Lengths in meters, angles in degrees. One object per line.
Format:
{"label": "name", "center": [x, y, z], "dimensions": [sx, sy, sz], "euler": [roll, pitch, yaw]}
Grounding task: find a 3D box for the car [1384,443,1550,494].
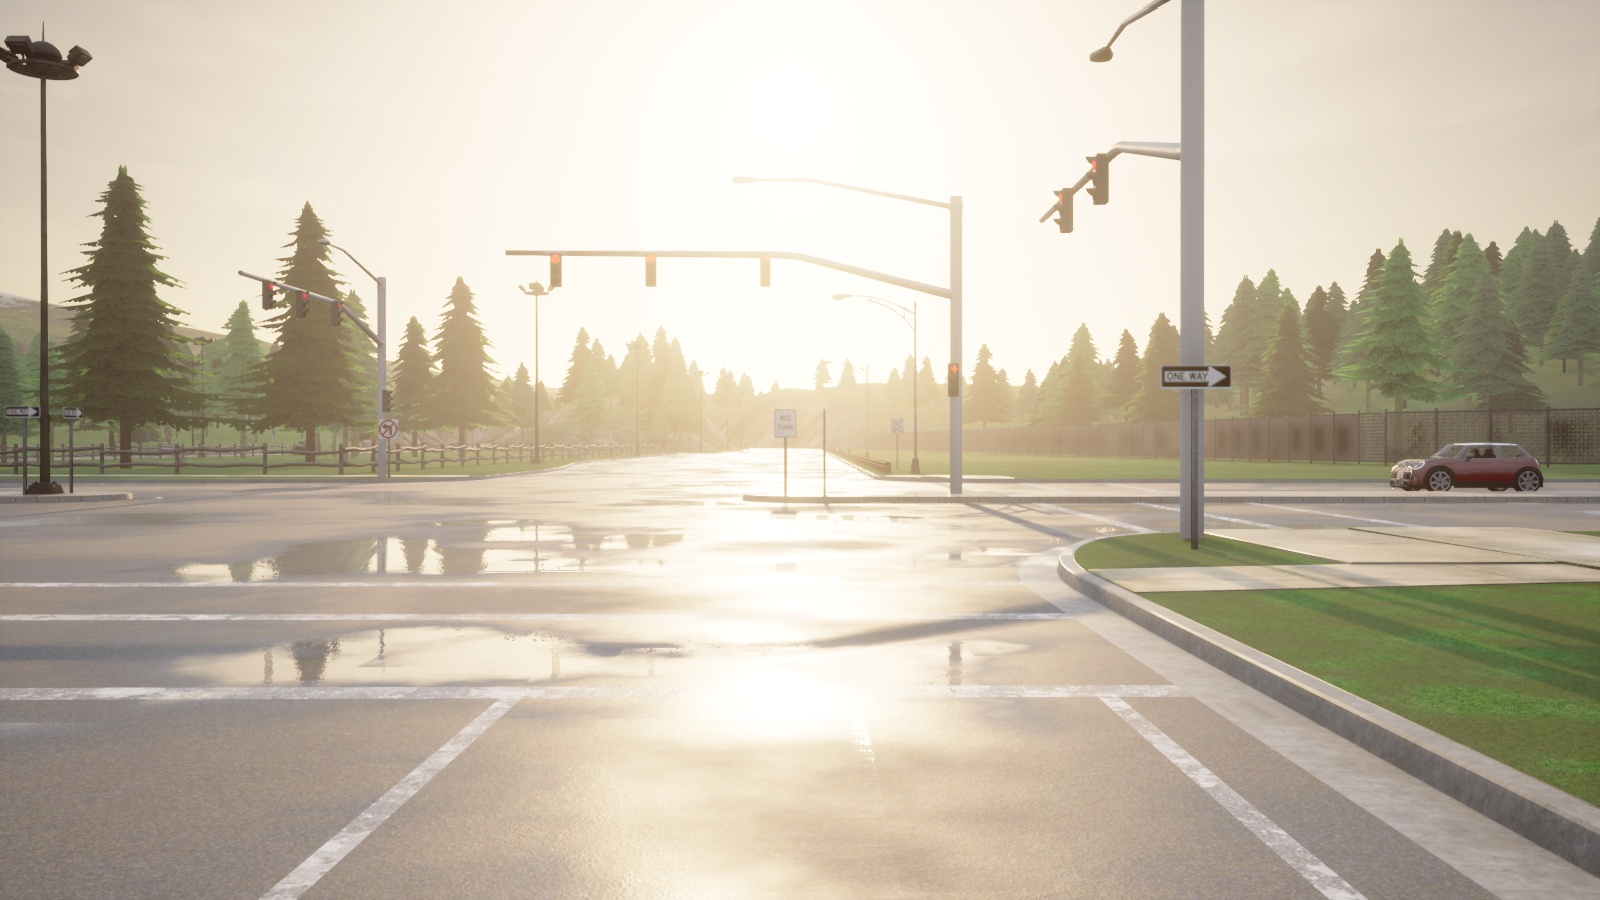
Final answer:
{"label": "car", "center": [19.433, 0.520, 36.738], "dimensions": [3.806, 1.475, 1.970], "euler": [0, 0, 1]}
